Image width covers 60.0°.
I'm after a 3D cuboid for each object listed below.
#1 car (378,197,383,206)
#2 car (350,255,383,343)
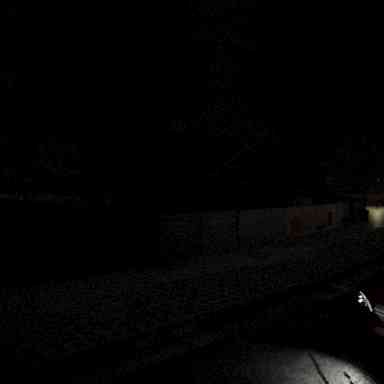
[{"bbox_3d":[30.401,1.475,51.501,1.812,1.442,4.674,0,0,10],"label":"car"},{"bbox_3d":[4.430,1.525,5.628,4.674,1.442,1.812,0,0,-42],"label":"car"}]
